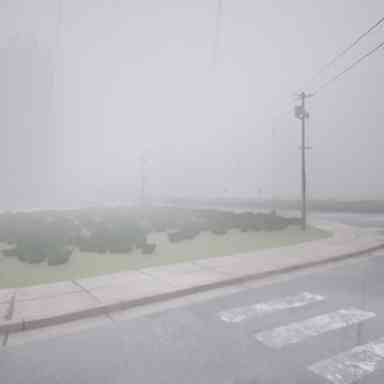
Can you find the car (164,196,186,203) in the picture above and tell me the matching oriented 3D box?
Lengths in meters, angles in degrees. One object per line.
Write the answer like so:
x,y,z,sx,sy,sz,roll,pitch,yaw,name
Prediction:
-2.746,1.366,52.891,1.994,1.385,4.181,0,0,-35,car
